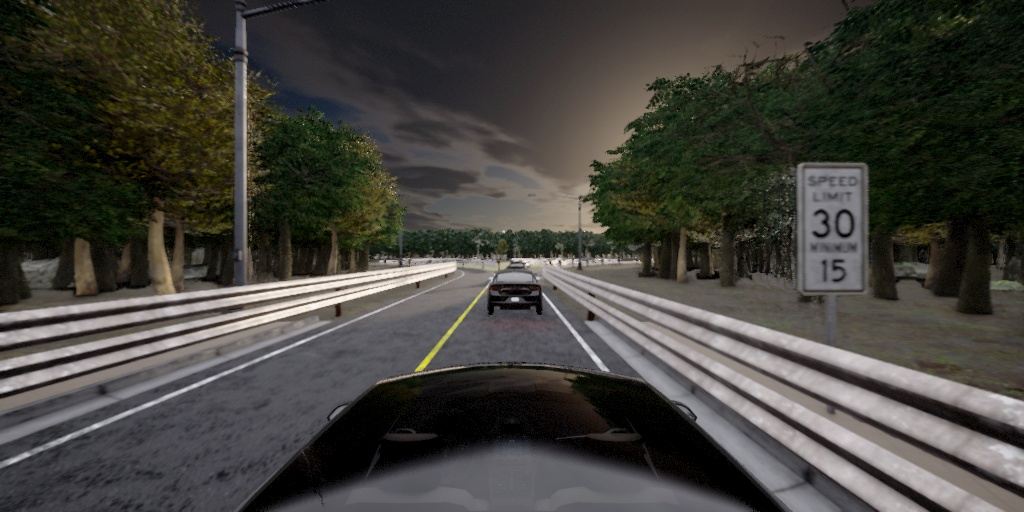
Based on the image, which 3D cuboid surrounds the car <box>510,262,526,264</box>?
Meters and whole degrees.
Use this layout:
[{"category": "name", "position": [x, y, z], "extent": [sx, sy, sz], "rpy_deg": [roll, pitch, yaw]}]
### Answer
[{"category": "car", "position": [0.542, 1.260, 30.362], "extent": [1.837, 1.490, 4.892], "rpy_deg": [0, 0, 4]}]

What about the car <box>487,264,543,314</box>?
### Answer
[{"category": "car", "position": [0.103, 1.230, 13.910], "extent": [1.882, 1.535, 5.008], "rpy_deg": [0, 0, 0]}]
